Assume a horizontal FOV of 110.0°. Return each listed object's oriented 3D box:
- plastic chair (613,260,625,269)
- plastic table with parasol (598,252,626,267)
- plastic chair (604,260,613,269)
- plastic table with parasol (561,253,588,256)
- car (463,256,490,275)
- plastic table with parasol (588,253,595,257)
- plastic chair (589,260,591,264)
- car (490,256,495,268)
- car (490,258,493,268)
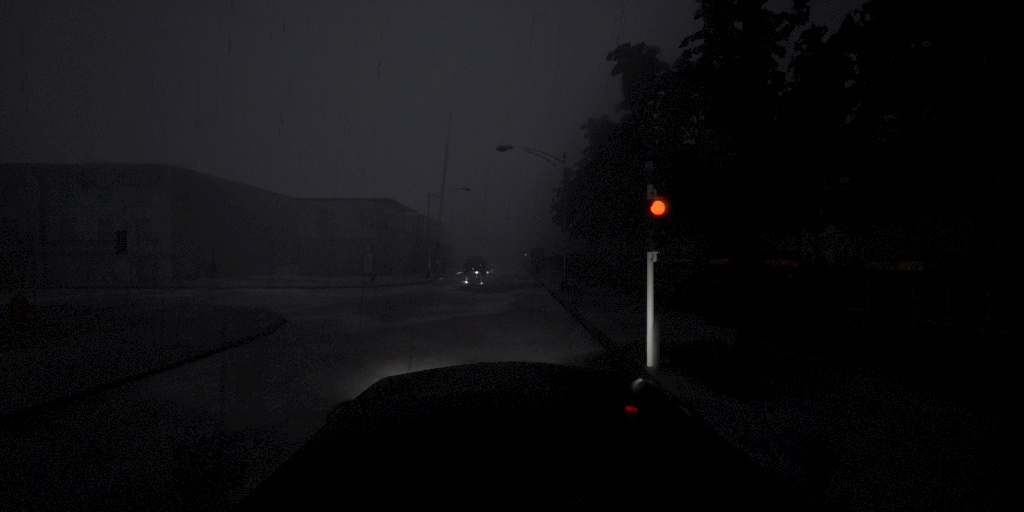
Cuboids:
[{"bbox_3d":[16.066,1.296,54.095,0.750,1.272,0.730,0,0,-40],"label":"plastic chair"},{"bbox_3d":[15.334,0.694,55.094,2.482,2.480,2.482,0,0,-40],"label":"plastic table with parasol"},{"bbox_3d":[14.359,1.306,54.193,0.730,1.272,0.750,0,0,-35],"label":"plastic chair"},{"bbox_3d":[10.016,0.684,57.837,2.482,2.480,2.482,0,0,-40],"label":"plastic table with parasol"},{"bbox_3d":[-4.070,0.971,40.154,2.150,2.045,5.566,0,0,0],"label":"car"},{"bbox_3d":[14.718,0.673,63.308,2.482,2.480,2.482,0,0,-42],"label":"plastic table with parasol"},{"bbox_3d":[13.765,1.304,62.421,0.730,1.272,0.750,0,0,-35],"label":"plastic chair"},{"bbox_3d":[-4.027,0.971,60.523,2.150,2.045,5.566,0,0,1],"label":"car"},{"bbox_3d":[-4.056,1.351,50.331,1.895,1.301,4.718,0,0,0],"label":"car"}]
